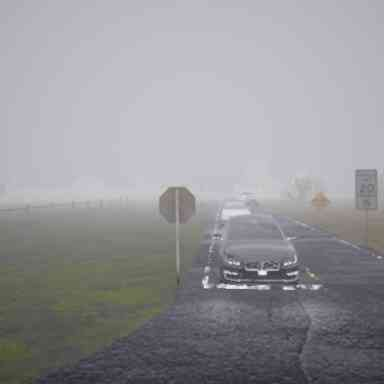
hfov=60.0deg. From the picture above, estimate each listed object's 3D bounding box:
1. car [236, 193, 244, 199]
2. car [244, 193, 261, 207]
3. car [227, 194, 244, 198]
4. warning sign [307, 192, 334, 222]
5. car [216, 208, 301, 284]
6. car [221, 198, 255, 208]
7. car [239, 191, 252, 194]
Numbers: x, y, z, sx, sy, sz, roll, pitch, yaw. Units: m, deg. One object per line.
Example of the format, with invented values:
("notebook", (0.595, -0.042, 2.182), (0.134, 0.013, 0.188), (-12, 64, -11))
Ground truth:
("car", (13.145, 1.035, 91.074), (1.801, 1.575, 5.366), (-1, 0, 5))
("car", (7.907, 1.234, 44.112), (1.812, 1.442, 4.674), (-1, 0, 6))
("car", (4.032, 1.279, 34.205), (1.882, 1.535, 5.008), (-1, 0, 5))
("warning sign", (8.114, 0.918, 21.041), (1.300, 1.860, 1.060), (-1, 0, 5))
("car", (1.713, 1.444, 9.455), (1.837, 1.490, 4.892), (-1, 0, 5))
("car", (2.877, 1.395, 21.965), (1.812, 1.442, 4.674), (-1, 0, 6))
("car", (8.961, 0.878, 55.523), (2.150, 2.045, 5.566), (-1, 0, 5))
